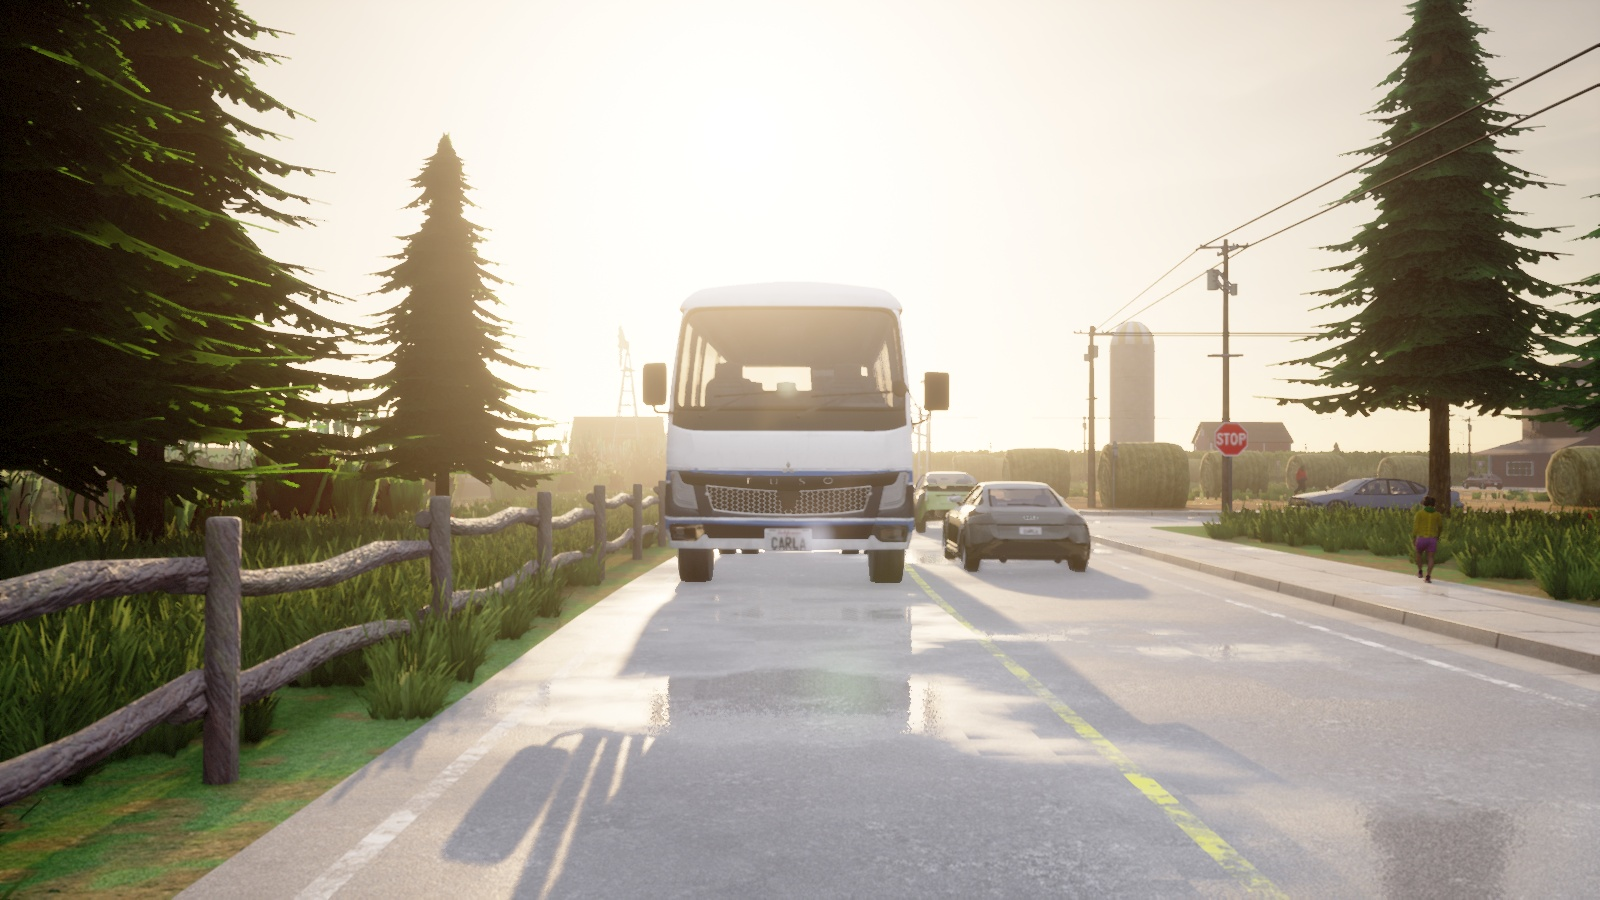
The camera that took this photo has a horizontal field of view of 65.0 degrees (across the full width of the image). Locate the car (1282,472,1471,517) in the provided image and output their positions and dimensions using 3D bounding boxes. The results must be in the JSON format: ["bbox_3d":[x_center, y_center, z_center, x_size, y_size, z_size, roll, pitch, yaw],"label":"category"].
[{"bbox_3d":[19.042,1.463,41.641,5.357,1.411,2.033,0,-1,-1],"label":"car"}]

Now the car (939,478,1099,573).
[{"bbox_3d":[3.513,1.182,20.906,1.994,1.385,4.181,0,-1,1],"label":"car"}]

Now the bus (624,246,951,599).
[{"bbox_3d":[-0.056,-0.253,20.324,3.944,4.253,10.273,0,-1,1],"label":"bus"}]

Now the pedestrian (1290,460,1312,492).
[{"bbox_3d":[28.383,1.466,71.149,0.634,1.844,0.899,0,-1,-38],"label":"pedestrian"}]

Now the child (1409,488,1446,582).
[{"bbox_3d":[7.940,1.062,15.906,0.299,1.160,0.473,0,-1,13],"label":"child"}]

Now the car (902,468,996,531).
[{"bbox_3d":[3.806,1.254,32.808,2.007,1.525,4.514,0,-1,1],"label":"car"}]
